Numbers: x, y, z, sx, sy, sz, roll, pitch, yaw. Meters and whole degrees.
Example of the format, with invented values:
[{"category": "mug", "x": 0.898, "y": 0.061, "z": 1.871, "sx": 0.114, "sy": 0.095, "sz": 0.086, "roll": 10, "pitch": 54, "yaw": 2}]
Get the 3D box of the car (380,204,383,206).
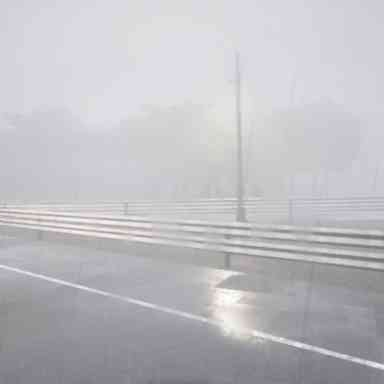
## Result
[{"category": "car", "x": 17.202, "y": 0.943, "z": 25.996, "sx": 4.902, "sy": 1.511, "sz": 2.128, "roll": -1, "pitch": 0, "yaw": -4}]
